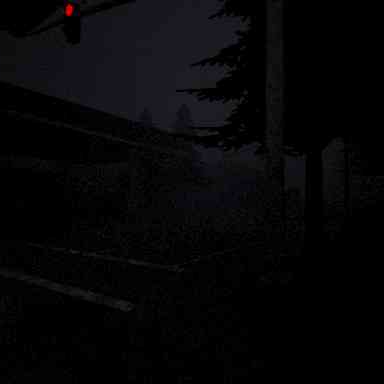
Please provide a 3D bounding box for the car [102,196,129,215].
[{"bbox_3d":[-7.204,1.301,33.245,3.866,1.878,1.905,0,0,36],"label":"car"}]
